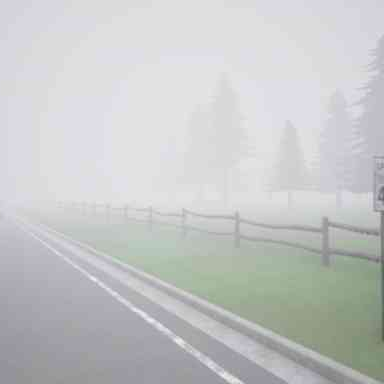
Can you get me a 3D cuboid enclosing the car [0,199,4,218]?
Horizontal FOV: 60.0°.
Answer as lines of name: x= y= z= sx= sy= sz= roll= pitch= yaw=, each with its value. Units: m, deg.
car: x=-20.245 y=1.539 z=33.475 sx=2.150 sy=2.045 sz=5.566 roll=-1 pitch=-1 yaw=-31
